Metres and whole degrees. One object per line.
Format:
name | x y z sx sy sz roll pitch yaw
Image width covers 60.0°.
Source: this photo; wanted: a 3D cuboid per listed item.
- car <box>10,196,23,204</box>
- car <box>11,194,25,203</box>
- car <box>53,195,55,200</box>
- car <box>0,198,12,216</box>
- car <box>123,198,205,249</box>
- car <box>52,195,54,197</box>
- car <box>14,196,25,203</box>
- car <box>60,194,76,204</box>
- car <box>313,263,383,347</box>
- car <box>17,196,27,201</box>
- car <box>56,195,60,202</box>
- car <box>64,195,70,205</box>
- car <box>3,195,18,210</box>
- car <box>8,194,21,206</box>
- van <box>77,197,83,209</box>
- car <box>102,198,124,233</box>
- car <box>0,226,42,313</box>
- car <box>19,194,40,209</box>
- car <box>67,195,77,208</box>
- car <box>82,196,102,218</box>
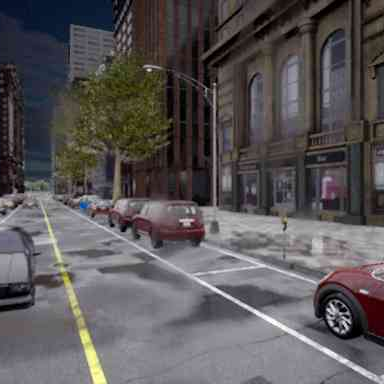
car | -32.671 1.538 62.081 1.947 1.339 4.313 0 0 -25
car | -35.045 1.293 67.194 2.192 1.841 5.009 0 0 -25
car | -32.056 1.551 81.008 1.802 1.307 4.206 0 0 -25
car | -18.429 1.541 31.392 1.802 1.307 4.206 0 0 -25
car | -1.195 1.275 14.507 2.192 1.841 5.009 0 0 -25
car | -34.431 1.419 86.124 1.967 1.590 4.097 0 0 -25
car | -37.418 1.530 72.310 1.887 1.381 4.507 0 0 -25
car | -20.187 1.252 55.430 2.192 1.841 5.009 0 0 -25
car | 3.554 1.420 4.276 1.967 1.590 4.097 0 0 -25
car | -42.166 1.570 82.540 1.947 1.339 4.313 0 0 -25
car | -27.308 1.520 70.777 1.947 1.339 4.313 0 0 -25
car | -17.812 1.498 50.314 1.947 1.339 4.313 0 0 -25
car | -23.105 1.478 41.467 1.752 1.417 4.829 0 0 -25
car | -25.551 1.271 46.734 2.192 1.841 5.009 0 0 -25
van | -10.691 1.276 34.969 1.690 1.788 3.998 0 0 -25
car | -3.569 1.269 19.622 2.192 1.841 5.009 0 0 -25
car | -4.598 1.532 7.691 2.033 1.411 5.357 0 0 -25
car | -21.569 1.438 44.494 2.128 1.511 4.902 0 0 -25
car | -15.439 1.510 45.201 1.802 1.307 4.206 0 0 -25
car | -8.316 1.381 29.854 1.967 1.590 4.097 0 0 -25
